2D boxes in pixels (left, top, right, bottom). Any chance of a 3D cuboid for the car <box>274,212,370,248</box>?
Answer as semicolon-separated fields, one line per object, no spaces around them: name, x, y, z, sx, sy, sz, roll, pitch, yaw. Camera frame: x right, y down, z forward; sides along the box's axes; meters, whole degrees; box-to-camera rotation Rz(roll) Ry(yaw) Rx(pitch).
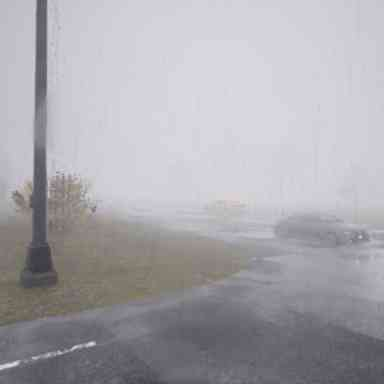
car;5.886;1.663;15.498;1.994;1.385;4.181;0;1;-35

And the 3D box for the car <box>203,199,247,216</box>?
car;3.064;1.405;31.699;1.882;1.535;5.008;0;1;-35
